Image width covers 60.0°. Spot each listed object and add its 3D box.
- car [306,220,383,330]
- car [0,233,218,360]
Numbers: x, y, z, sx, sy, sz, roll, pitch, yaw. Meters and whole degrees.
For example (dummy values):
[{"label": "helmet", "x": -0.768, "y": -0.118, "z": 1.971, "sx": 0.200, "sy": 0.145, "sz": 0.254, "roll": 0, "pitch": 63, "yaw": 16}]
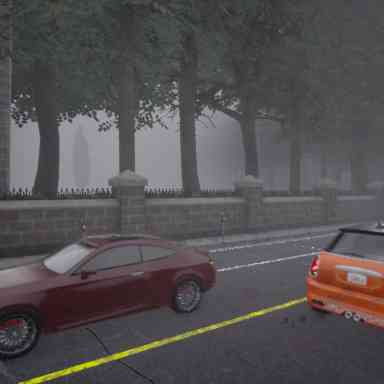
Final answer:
[{"label": "car", "x": 4.272, "y": 1.351, "z": 6.358, "sx": 4.553, "sy": 1.767, "sz": 2.097, "roll": 0, "pitch": 0, "yaw": -36}, {"label": "car", "x": -1.632, "y": 1.525, "z": 6.077, "sx": 4.674, "sy": 1.442, "sz": 1.812, "roll": 0, "pitch": 0, "yaw": -35}]
